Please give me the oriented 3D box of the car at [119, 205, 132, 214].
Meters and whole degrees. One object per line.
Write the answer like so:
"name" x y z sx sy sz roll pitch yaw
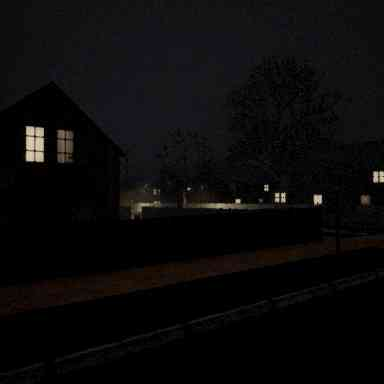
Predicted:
"car" -10.515 2.613 48.196 2.033 1.411 5.357 1 -2 -35
